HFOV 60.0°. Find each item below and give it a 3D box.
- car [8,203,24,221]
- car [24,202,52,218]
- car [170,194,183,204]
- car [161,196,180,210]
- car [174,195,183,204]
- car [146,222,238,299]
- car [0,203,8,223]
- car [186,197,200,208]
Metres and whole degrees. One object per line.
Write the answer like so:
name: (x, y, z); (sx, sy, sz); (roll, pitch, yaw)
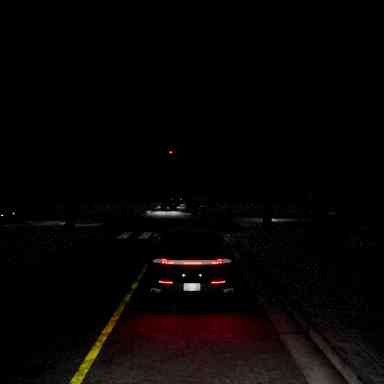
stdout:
car: (-15.681, 1.209, 24.096); (5.566, 2.045, 2.150); (0, 0, 0)
car: (-14.760, 1.580, 29.581); (4.313, 1.339, 1.947); (0, 0, 0)
car: (-2.804, 1.300, 61.981); (2.097, 1.767, 4.553); (0, 0, 0)
car: (-2.841, 1.576, 41.706); (1.895, 1.301, 4.718); (0, 0, 0)
car: (-2.836, 1.509, 51.671); (2.033, 1.411, 5.357); (0, 0, 1)
car: (0.002, 1.492, 8.404); (2.128, 1.511, 4.902); (0, 0, 0)
car: (-14.766, 1.539, 21.554); (4.313, 1.339, 1.947); (0, 0, 0)
car: (0.134, 1.491, 48.437); (1.812, 1.442, 4.674); (0, 0, 0)
